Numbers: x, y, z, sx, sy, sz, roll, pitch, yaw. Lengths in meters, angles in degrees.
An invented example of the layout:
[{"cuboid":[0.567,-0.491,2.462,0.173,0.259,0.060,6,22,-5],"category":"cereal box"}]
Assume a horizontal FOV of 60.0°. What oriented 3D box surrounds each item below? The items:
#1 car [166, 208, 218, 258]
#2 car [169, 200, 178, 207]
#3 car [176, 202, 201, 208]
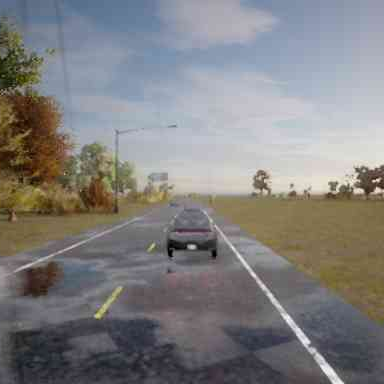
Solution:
[{"cuboid":[0.023,1.637,13.485,2.128,1.511,4.902,0,0,1],"category":"car"},{"cuboid":[-3.506,2.245,65.683,2.033,1.411,5.357,0,-1,0],"category":"car"},{"cuboid":[0.023,1.797,28.489,2.128,1.511,4.902,0,0,1],"category":"car"}]
